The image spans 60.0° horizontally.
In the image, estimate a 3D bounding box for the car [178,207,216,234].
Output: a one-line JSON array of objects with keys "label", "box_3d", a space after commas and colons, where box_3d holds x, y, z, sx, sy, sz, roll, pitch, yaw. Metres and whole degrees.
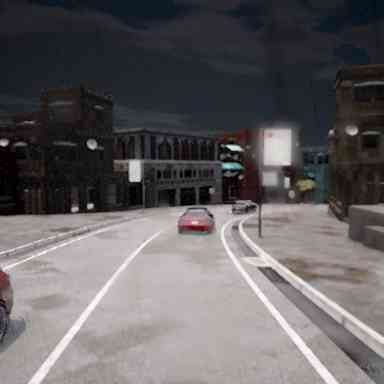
[{"label": "car", "box_3d": [0.352, 1.598, 19.678, 1.994, 1.385, 4.181, 0, 0, 6]}]

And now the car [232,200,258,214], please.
[{"label": "car", "box_3d": [6.069, 1.649, 37.860, 2.128, 1.511, 4.902, 2, 0, 28]}]

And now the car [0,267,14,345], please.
[{"label": "car", "box_3d": [-3.669, 1.557, 3.473, 1.812, 1.442, 4.674, 0, 0, -1]}]
